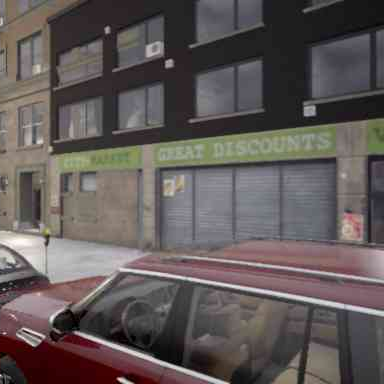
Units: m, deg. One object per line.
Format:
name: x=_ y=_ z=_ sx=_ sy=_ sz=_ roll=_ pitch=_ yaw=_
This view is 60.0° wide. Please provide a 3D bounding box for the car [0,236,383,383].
car: x=0.299 y=1.313 z=2.636 sx=5.009 sy=1.841 sz=2.192 roll=0 pitch=0 yaw=35
